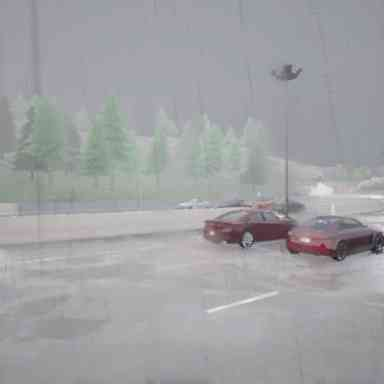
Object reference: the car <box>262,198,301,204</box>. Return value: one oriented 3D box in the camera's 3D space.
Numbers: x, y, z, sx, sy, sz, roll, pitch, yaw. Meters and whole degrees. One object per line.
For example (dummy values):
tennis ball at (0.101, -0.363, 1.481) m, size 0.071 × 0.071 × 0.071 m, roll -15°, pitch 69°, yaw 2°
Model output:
car at (10.066, 1.587, 35.003) m, size 5.357 × 1.411 × 2.033 m, roll 0°, pitch 0°, yaw -44°

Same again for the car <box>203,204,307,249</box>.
car at (2.753, 1.487, 14.704) m, size 5.008 × 1.535 × 1.882 m, roll 0°, pitch 0°, yaw -38°

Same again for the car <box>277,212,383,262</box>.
car at (5.353, 1.569, 12.322) m, size 4.181 × 1.385 × 1.994 m, roll 0°, pitch 0°, yaw -38°

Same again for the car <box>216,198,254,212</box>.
car at (5.223, 1.568, 40.056) m, size 4.892 × 1.490 × 1.837 m, roll 0°, pitch 0°, yaw -44°

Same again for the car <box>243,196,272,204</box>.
car at (7.667, 1.297, 37.551) m, size 4.553 × 1.767 × 2.097 m, roll 0°, pitch 0°, yaw -44°
